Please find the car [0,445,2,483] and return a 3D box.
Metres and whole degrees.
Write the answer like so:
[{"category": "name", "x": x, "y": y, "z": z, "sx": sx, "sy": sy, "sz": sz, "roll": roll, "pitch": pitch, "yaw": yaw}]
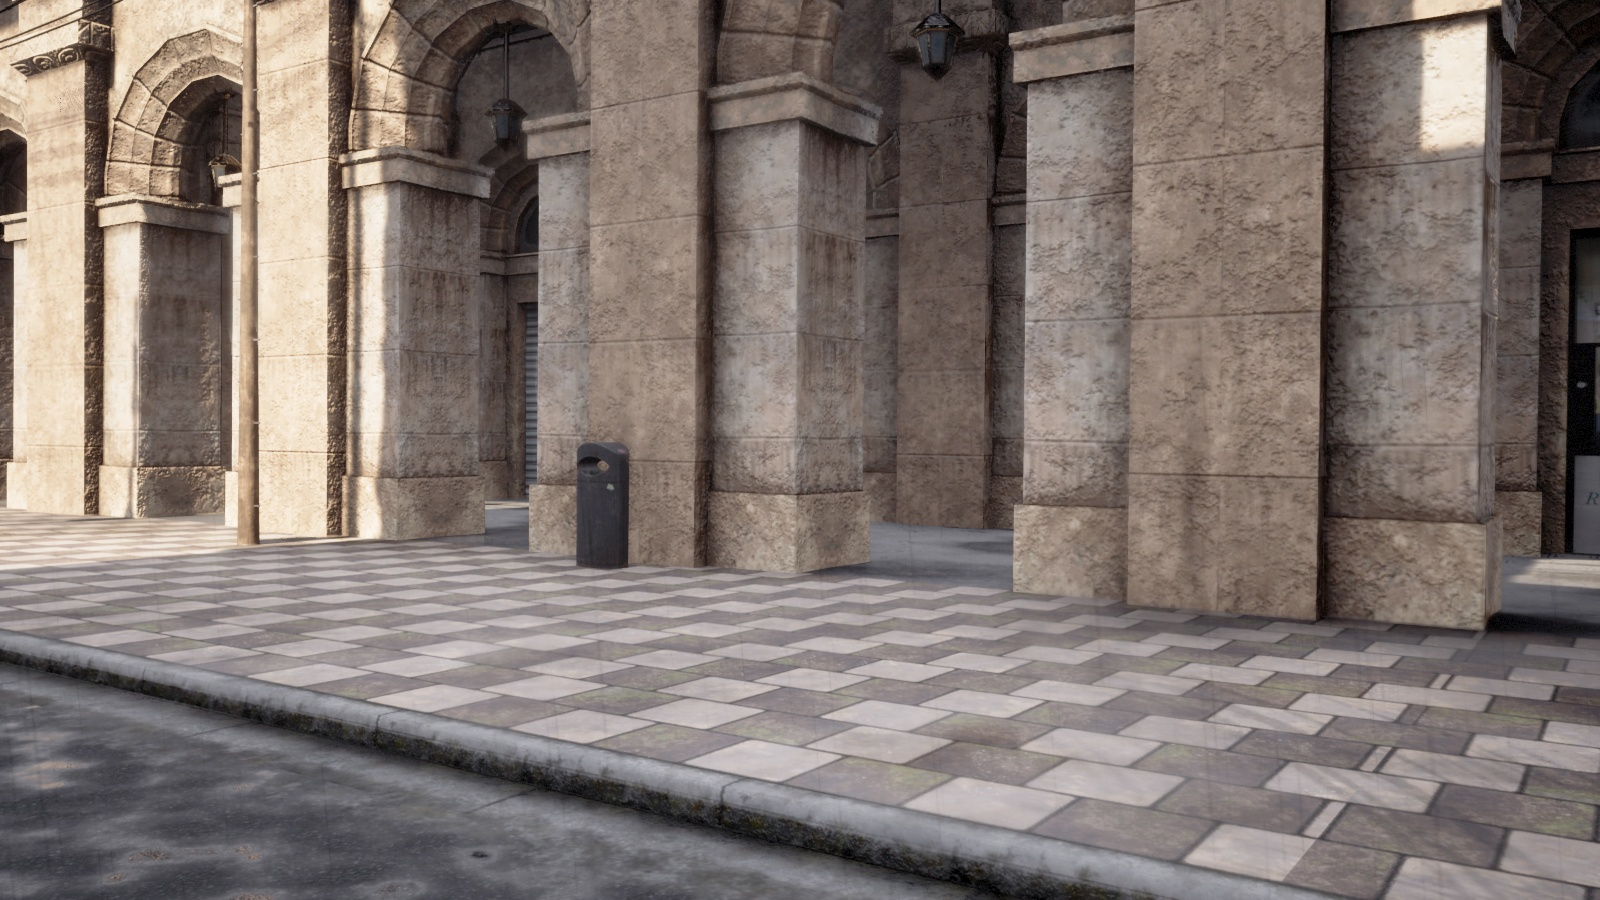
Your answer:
[{"category": "car", "x": -30.009, "y": 0.524, "z": 42.477, "sx": 1.895, "sy": 1.301, "sz": 4.718, "roll": 0, "pitch": 1, "yaw": 34}]
